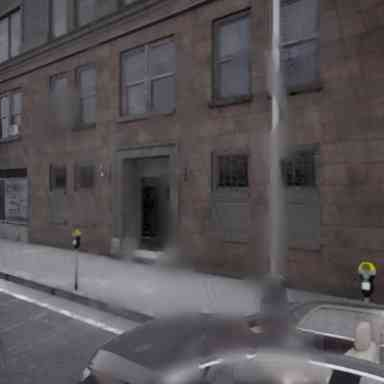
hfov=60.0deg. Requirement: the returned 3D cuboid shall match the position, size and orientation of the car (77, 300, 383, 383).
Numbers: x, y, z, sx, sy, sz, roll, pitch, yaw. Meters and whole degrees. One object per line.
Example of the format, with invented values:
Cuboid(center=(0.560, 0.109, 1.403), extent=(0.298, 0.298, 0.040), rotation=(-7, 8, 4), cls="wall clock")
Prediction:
Cuboid(center=(0.966, 1.549, 2.388), extent=(4.403, 1.369, 2.008), rotation=(0, 0, 36), cls="car")
